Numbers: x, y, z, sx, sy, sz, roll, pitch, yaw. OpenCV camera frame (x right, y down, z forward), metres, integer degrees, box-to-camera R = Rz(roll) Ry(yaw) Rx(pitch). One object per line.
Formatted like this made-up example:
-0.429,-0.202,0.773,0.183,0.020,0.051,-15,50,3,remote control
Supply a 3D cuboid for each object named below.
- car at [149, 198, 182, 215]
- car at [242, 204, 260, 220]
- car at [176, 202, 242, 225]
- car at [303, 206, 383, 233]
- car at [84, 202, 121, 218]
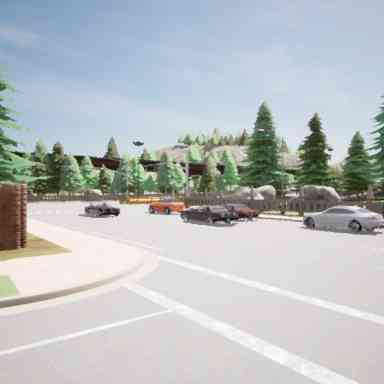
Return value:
-2.704,1.387,35.231,2.097,1.767,4.553,0,0,-38,car
3.228,1.636,27.560,1.895,1.301,4.718,0,0,-38,car
1.135,1.636,24.547,1.895,1.301,4.718,0,0,-38,car
8.993,1.561,20.093,1.812,1.442,4.674,0,0,-38,car
-8.371,1.637,30.876,1.895,1.301,4.718,0,0,-37,car
